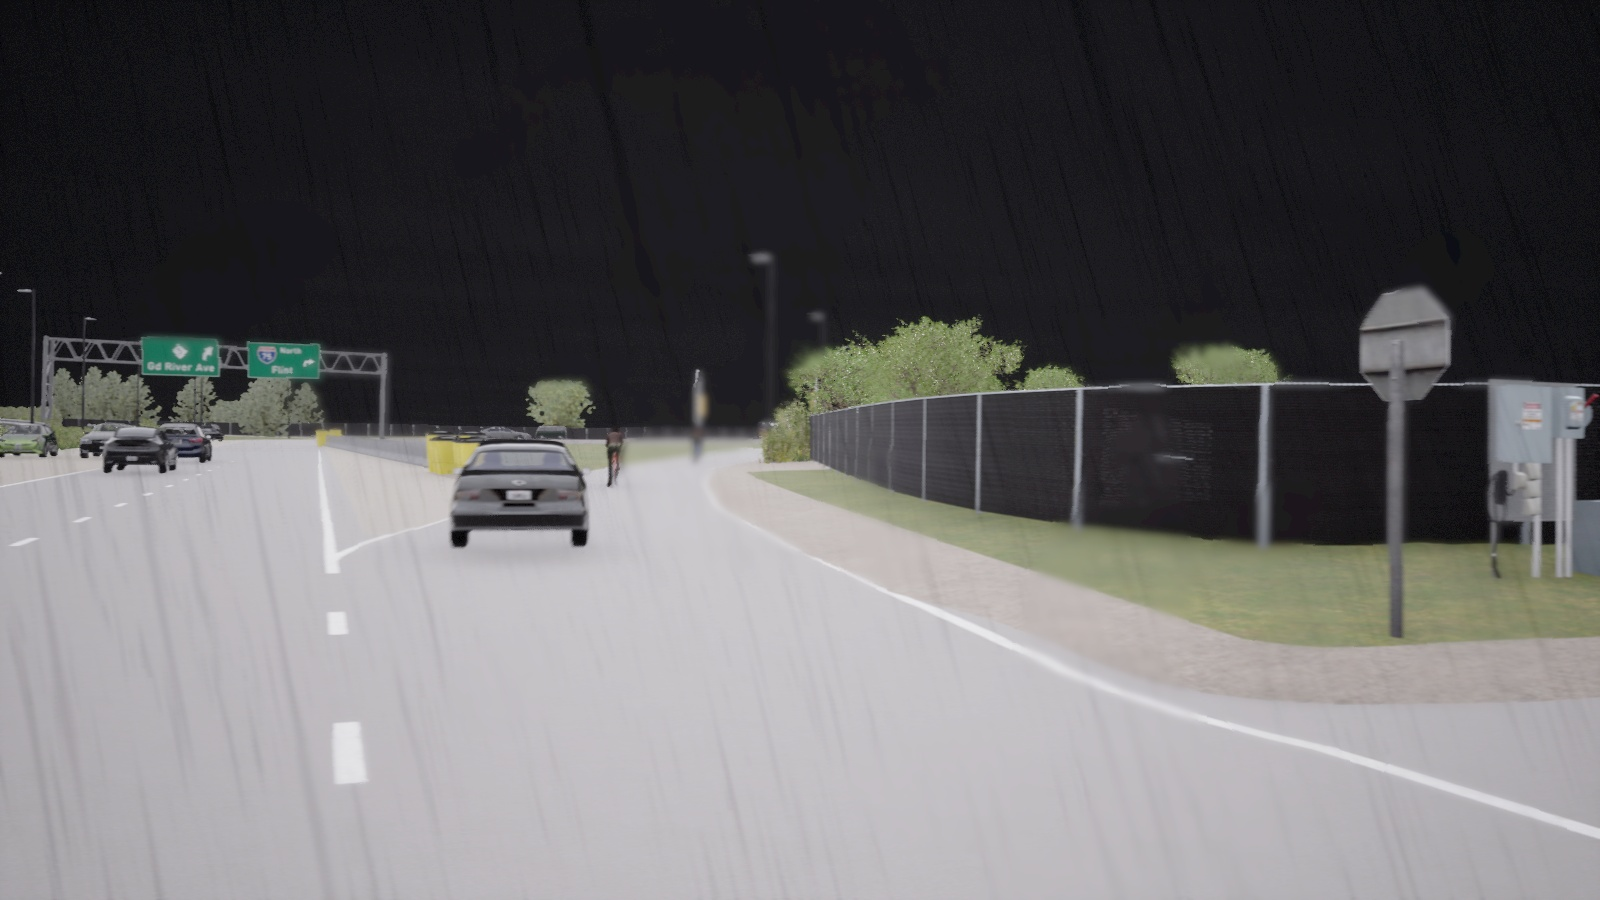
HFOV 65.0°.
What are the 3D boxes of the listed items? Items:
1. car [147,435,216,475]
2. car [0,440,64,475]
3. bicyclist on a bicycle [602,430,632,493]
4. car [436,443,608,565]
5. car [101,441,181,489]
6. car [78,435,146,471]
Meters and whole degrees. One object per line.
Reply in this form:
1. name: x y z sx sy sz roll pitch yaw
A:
1. car: -26.985 0.196 54.930 2.242 1.667 4.611 -1 1 -21
2. car: -35.790 0.306 58.338 2.007 1.525 4.514 -1 1 -21
3. bicyclist on a bicycle: -4.859 0.298 33.411 0.582 1.620 1.656 -1 1 -2
4. car: -3.947 0.642 18.073 2.033 1.411 5.357 -1 1 -12
5. car: -22.185 0.468 42.433 1.837 1.490 4.892 -1 1 -21
6. car: -32.388 0.110 59.239 2.152 1.651 5.027 -1 1 -21
